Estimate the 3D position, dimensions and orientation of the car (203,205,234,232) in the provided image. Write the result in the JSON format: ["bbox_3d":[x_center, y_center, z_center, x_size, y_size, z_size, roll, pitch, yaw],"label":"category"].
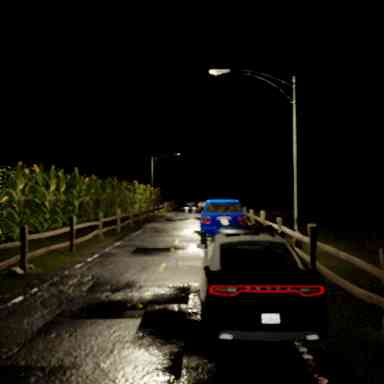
[{"bbox_3d":[1.685,1.716,22.857,1.882,1.535,5.008,0,-1,2],"label":"car"}]

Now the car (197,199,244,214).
[{"bbox_3d":[1.474,1.399,16.895,2.150,2.045,5.566,0,-1,2],"label":"car"}]

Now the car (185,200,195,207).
[{"bbox_3d":[-0.340,2.338,67.205,1.812,1.442,4.674,0,-1,2],"label":"car"}]

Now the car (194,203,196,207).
[{"bbox_3d":[1.663,2.103,44.975,1.895,1.301,4.718,0,-1,3],"label":"car"}]

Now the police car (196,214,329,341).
[{"bbox_3d":[1.129,1.494,6.979,1.930,1.638,5.238,0,-1,2],"label":"police car"}]

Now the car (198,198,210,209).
[{"bbox_3d":[2.117,2.034,58.822,2.097,1.767,4.553,0,-1,2],"label":"car"}]
